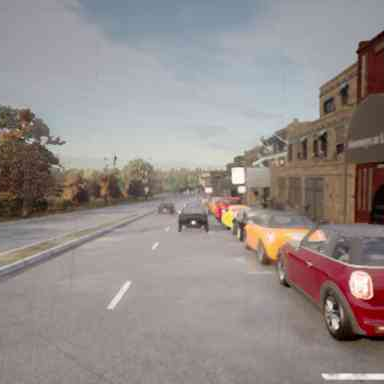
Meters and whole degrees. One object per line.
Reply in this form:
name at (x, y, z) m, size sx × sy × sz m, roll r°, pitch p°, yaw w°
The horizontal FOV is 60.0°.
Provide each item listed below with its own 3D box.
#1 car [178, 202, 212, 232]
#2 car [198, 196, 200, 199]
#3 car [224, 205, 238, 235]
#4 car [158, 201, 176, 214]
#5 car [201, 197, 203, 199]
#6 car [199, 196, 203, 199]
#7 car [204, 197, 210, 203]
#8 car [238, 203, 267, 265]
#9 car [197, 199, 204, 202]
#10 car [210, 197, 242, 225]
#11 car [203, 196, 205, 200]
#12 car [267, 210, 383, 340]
car at (0.090, 1.694, 22.109) m, size 1.882 × 1.535 × 5.008 m, roll 0°, pitch -1°, yaw 0°
car at (3.198, 2.118, 78.549) m, size 2.185 × 1.767 × 4.553 m, roll 0°, pitch -1°, yaw 0°
car at (3.219, 1.656, 17.924) m, size 2.231 × 1.521 × 4.892 m, roll 0°, pitch -1°, yaw 0°
car at (-3.166, 1.912, 41.986) m, size 1.837 × 1.490 × 4.892 m, roll 0°, pitch -1°, yaw 0°
car at (3.202, 2.084, 61.997) m, size 2.231 × 1.521 × 4.892 m, roll 0°, pitch -1°, yaw 0°
car at (3.197, 2.189, 73.238) m, size 1.946 × 1.575 × 5.366 m, roll 0°, pitch -1°, yaw 0°
car at (3.208, 1.797, 45.525) m, size 2.185 × 1.767 × 4.553 m, roll 0°, pitch -1°, yaw 0°
car at (3.220, 1.476, 12.375) m, size 2.185 × 1.767 × 4.553 m, roll 0°, pitch -1°, yaw 0°
car at (0.084, 1.934, 39.684) m, size 2.033 × 1.411 × 5.357 m, roll 0°, pitch -1°, yaw 0°
car at (3.214, 1.510, 28.885) m, size 2.435 × 2.045 × 5.566 m, roll 0°, pitch -1°, yaw 0°
car at (3.206, 1.851, 51.049) m, size 2.185 × 1.767 × 4.553 m, roll 0°, pitch -1°, yaw 0°
car at (3.221, 1.422, 6.850) m, size 2.185 × 1.767 × 4.553 m, roll 0°, pitch -1°, yaw 0°
